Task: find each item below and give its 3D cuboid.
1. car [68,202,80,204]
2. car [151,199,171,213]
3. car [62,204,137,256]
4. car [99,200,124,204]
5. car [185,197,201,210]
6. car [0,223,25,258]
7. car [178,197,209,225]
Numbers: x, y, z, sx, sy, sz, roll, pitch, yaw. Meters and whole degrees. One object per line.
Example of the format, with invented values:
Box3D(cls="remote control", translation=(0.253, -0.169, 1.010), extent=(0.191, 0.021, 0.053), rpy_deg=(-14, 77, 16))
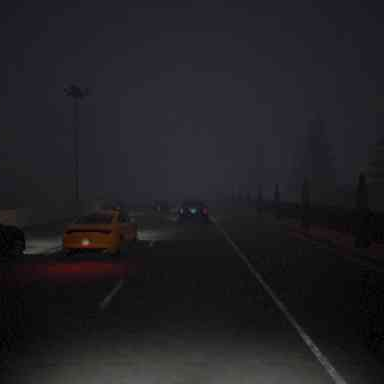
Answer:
Box3D(cls="car", translation=(-17.574, 1.504, 50.027), extent=(1.994, 1.385, 4.181), rpy_deg=(0, 0, 0))
Box3D(cls="car", translation=(-3.418, 1.482, 36.904), extent=(1.812, 1.442, 4.674), rpy_deg=(0, 0, 0))
Box3D(cls="car", translation=(-3.402, 1.462, 13.111), extent=(1.882, 1.535, 5.008), rpy_deg=(0, 0, 0))
Box3D(cls="car", translation=(-6.903, 1.491, 29.840), extent=(1.812, 1.442, 4.674), rpy_deg=(0, 0, 0))
Box3D(cls="car", translation=(0.095, 1.427, 42.877), extent=(1.882, 1.535, 5.008), rpy_deg=(0, 0, 0))
Box3D(cls="car", translation=(-6.902, 1.340, 9.820), extent=(2.097, 1.767, 4.553), rpy_deg=(0, 0, 0))
Box3D(cls="car", translation=(0.096, 1.323, 24.113), extent=(2.097, 1.767, 4.553), rpy_deg=(0, 0, 0))
